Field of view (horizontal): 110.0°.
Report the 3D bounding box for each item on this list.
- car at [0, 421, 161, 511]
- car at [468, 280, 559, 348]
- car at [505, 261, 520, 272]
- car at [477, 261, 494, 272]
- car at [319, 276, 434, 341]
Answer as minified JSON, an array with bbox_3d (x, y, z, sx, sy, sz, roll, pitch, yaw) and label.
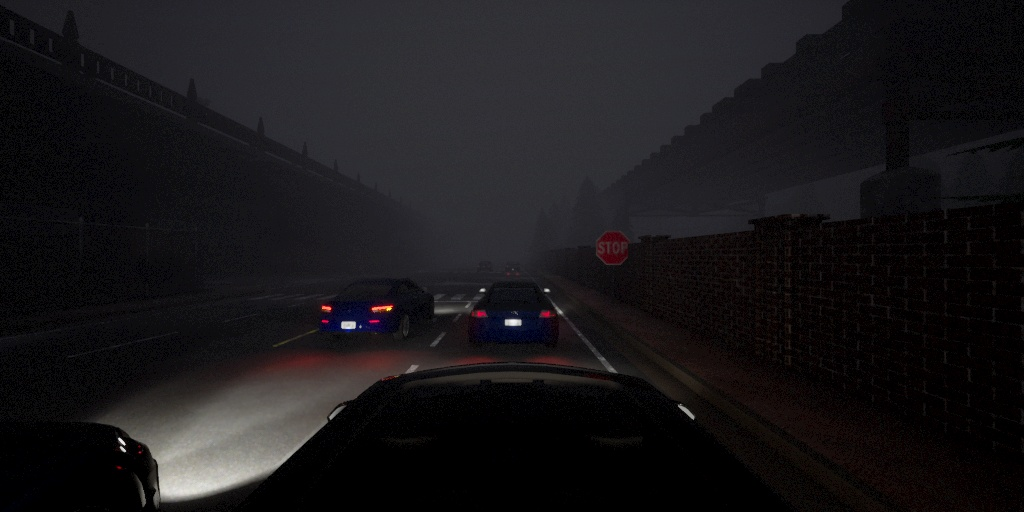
[{"bbox_3d":[-3.398,1.314,0.683,1.994,1.385,4.181,0,0,0],"label":"car"},{"bbox_3d":[0.067,1.314,9.258,1.994,1.385,4.181,0,0,1],"label":"car"},{"bbox_3d":[0.085,1.351,46.076,1.895,1.301,4.718,0,0,-1],"label":"car"},{"bbox_3d":[-3.410,1.297,45.908,2.033,1.411,5.357,0,0,-1],"label":"car"},{"bbox_3d":[-3.415,1.276,9.779,1.812,1.442,4.674,0,0,0],"label":"car"}]
